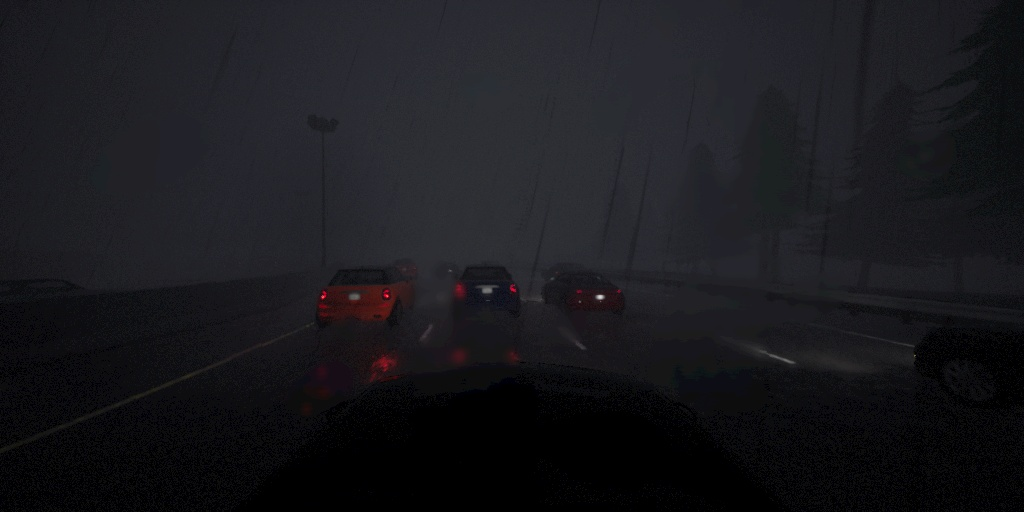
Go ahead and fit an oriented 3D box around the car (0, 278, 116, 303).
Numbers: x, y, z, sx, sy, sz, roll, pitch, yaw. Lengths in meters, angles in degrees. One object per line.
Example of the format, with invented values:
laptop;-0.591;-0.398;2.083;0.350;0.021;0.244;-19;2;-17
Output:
car;-14.908;1.371;10.590;1.895;1.301;4.718;0;0;-9

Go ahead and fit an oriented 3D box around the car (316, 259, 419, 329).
car;-4.354;1.066;11.436;2.097;1.767;4.553;0;0;-7

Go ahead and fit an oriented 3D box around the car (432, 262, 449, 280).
car;-5.420;1.171;29.807;1.994;1.385;4.181;0;0;-20

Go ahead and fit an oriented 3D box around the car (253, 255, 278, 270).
car;-33.543;0.843;48.687;2.150;2.045;5.566;0;1;-43

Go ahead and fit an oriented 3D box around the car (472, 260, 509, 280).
car;-1.907;1.111;30.421;1.812;1.442;4.674;0;0;-20

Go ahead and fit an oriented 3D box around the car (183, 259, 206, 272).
car;-40.144;1.162;45.324;5.008;1.535;1.882;0;0;45

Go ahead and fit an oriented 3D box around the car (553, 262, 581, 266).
car;3.711;1.141;24.582;2.033;1.411;5.357;0;0;-16

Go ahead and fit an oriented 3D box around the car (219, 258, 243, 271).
car;-36.986;1.009;47.147;2.097;1.767;4.553;-1;0;-45

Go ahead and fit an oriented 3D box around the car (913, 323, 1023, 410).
car;6.799;1.215;3.156;1.837;1.490;4.892;0;1;-1

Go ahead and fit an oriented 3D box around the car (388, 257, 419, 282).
car;-8.734;0.982;28.726;2.097;1.767;4.553;0;0;-20

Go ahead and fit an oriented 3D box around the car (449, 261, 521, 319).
car;-1.032;1.040;12.770;2.097;1.767;4.553;0;0;-8

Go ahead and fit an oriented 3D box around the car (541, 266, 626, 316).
car;2.446;1.233;13.120;1.994;1.385;4.181;0;0;-8
